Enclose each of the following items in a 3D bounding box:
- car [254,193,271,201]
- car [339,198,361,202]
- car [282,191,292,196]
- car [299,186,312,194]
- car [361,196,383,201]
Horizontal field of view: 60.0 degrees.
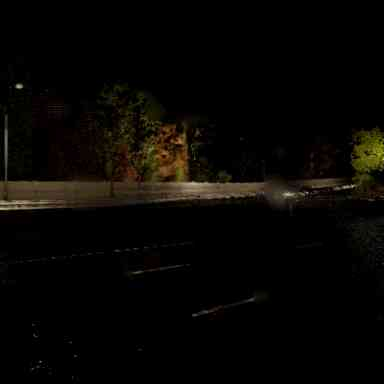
[{"bbox_3d":[13.217,0.840,61.961,2.033,1.411,5.357,0,1,31],"label":"car"},{"bbox_3d":[24.863,1.527,51.828,4.718,1.301,1.895,0,0,-35],"label":"car"},{"bbox_3d":[21.456,0.451,75.209,1.812,1.442,4.674,0,2,33],"label":"car"},{"bbox_3d":[30.193,-0.518,87.968,2.150,2.045,5.566,0,3,36],"label":"car"},{"bbox_3d":[27.774,1.404,49.602,5.008,1.535,1.882,0,0,-35],"label":"car"}]
